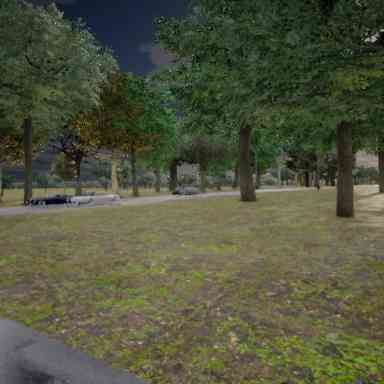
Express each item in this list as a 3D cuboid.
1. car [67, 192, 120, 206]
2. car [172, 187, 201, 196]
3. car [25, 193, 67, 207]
[{"bbox_3d":[-9.622,0.640,33.526,1.895,1.301,4.718,-1,2,38],"label":"car"},{"bbox_3d":[-0.825,-0.121,50.958,2.033,1.411,5.357,-1,2,38],"label":"car"},{"bbox_3d":[-14.158,0.778,33.652,1.895,1.301,4.718,-1,2,38],"label":"car"}]
